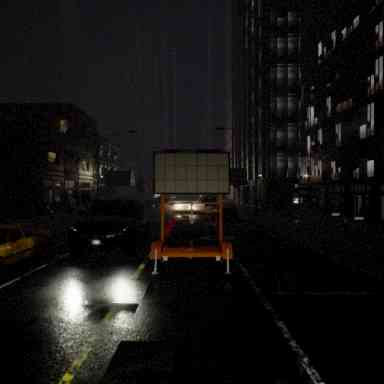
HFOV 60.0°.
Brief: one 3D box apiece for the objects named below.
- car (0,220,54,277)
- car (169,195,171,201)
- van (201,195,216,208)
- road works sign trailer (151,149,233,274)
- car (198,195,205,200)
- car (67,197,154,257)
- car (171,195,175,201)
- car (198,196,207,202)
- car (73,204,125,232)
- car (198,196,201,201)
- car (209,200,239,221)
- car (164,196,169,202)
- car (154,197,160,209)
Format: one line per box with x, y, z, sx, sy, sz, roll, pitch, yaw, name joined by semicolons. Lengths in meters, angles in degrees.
-5.698;1.526;9.765;1.752;1.417;4.829;0;0;0;car
-5.732;1.469;65.177;1.967;1.590;4.097;0;0;0;car
2.657;1.356;48.613;1.690;1.788;3.998;0;0;0;van
-0.006;0.465;10.533;2.380;3.560;2.880;0;0;0;road works sign trailer
2.632;1.581;92.976;1.752;1.417;4.829;0;0;0;car
-3.007;1.222;13.208;2.150;2.045;5.566;0;0;0;car
-5.741;1.626;81.750;1.802;1.307;4.206;0;0;0;car
2.639;1.595;81.759;2.008;1.369;4.403;0;0;0;car
-5.705;1.553;20.985;2.008;1.369;4.403;0;0;0;car
2.648;1.555;65.355;1.752;1.417;4.829;0;0;0;car
2.672;1.554;26.516;2.008;1.369;4.403;0;0;0;car
-5.728;1.590;59.653;1.947;1.339;4.313;0;0;0;car
-5.719;1.562;43.081;2.008;1.369;4.403;0;0;0;car
